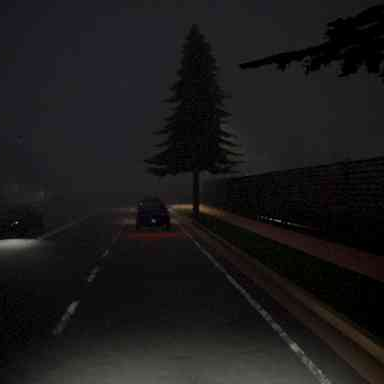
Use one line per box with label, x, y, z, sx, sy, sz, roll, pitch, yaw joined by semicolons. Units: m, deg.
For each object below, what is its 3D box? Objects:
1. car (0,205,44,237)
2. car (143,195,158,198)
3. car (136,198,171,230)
car;-9.262;1.439;17.615;1.812;1.442;4.674;0;0;-8
car;-3.962;1.140;31.627;2.097;1.767;4.553;0;0;-8
car;-2.362;1.343;20.050;1.882;1.535;5.008;0;1;-8
